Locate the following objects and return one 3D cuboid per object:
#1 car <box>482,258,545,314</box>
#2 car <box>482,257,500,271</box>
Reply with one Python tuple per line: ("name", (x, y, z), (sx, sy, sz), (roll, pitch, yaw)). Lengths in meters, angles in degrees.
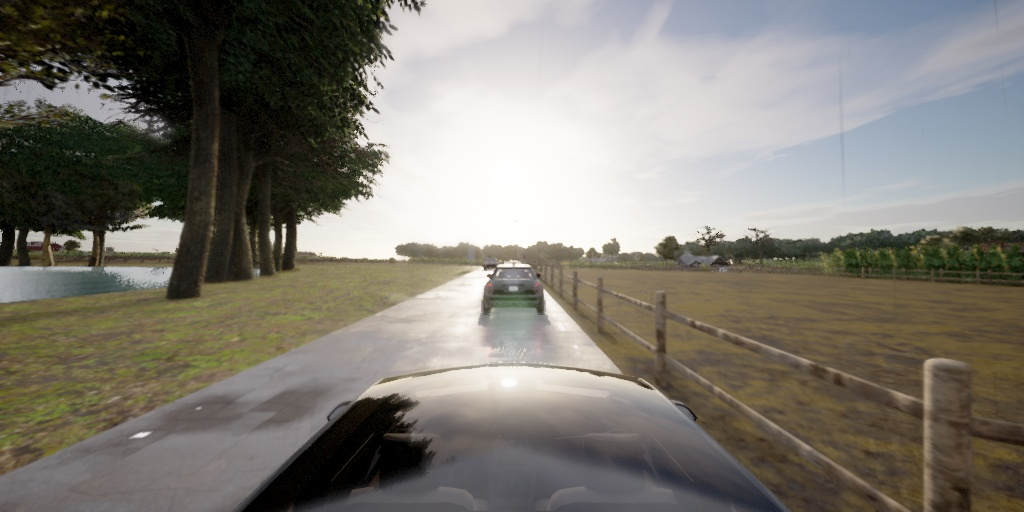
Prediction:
("car", (0.069, 1.079, 13.763), (2.097, 1.767, 4.553), (0, 0, 0))
("car", (-2.809, 1.032, 48.986), (2.097, 1.767, 4.553), (0, 0, 0))
